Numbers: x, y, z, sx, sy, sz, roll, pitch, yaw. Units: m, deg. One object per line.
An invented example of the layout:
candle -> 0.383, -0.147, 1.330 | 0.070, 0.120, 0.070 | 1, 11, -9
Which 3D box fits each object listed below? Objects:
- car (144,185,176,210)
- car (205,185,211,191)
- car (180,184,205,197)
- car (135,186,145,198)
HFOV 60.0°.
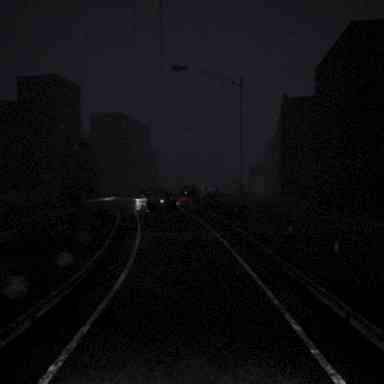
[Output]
car -> -2.200, 0.459, 24.011 | 1.994, 1.385, 4.181 | 0, 3, -6
car -> 3.390, -0.749, 77.801 | 1.837, 1.490, 4.892 | 0, 0, 6
car -> -0.161, -0.156, 40.737 | 1.837, 1.490, 4.892 | 1, 1, 13
car -> -4.480, -0.078, 36.967 | 2.033, 1.411, 5.357 | 1, 1, 14
